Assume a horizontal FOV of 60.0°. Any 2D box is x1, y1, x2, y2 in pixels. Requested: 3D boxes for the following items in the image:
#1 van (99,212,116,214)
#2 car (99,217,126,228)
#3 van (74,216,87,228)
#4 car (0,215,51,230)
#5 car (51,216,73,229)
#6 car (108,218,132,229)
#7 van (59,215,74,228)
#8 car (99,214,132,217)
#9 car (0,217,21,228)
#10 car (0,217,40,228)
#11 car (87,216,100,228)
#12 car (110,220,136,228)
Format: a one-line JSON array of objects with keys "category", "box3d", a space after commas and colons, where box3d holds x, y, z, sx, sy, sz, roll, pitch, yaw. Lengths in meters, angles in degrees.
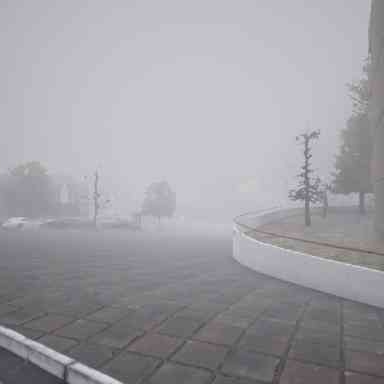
[{"category": "van", "box3d": [-23.428, 7.340, 92.550, 1.878, 1.987, 4.442, 0, 1, 10]}, {"category": "car", "box3d": [-13.355, 5.623, 58.311, 2.128, 1.511, 4.902, -1, -6, 24]}, {"category": "van", "box3d": [-20.387, 4.925, 55.127, 4.442, 1.987, 1.878, 0, -6, 5]}, {"category": "car", "box3d": [-18.668, 3.587, 37.191, 1.812, 1.442, 4.674, -1, -6, 24]}, {"category": "car", "box3d": [-19.136, 4.348, 45.596, 1.812, 1.442, 4.674, -1, -6, 24]}, {"category": "car", "box3d": [-11.014, 5.424, 54.327, 1.895, 1.301, 4.718, -1, -6, 24]}, {"category": "van", "box3d": [-21.644, 4.643, 52.386, 4.442, 1.987, 1.878, 0, -6, 5]}, {"category": "car", "box3d": [-15.503, 6.026, 66.066, 5.566, 2.045, 2.435, 0, -5, 5]}, {"category": "car", "box3d": [-25.526, 4.060, 44.149, 4.674, 1.452, 2.002, 0, -5, 5]}, {"category": "car", "box3d": [-24.283, 4.342, 46.896, 4.674, 1.452, 2.002, 0, -6, 5]}, {"category": "car", "box3d": [-19.242, 5.432, 57.840, 4.892, 1.521, 2.231, 0, -5, 5]}, {"category": "car", "box3d": [-14.229, 6.598, 68.775, 4.674, 1.452, 2.002, 0, -5, 5]}]
